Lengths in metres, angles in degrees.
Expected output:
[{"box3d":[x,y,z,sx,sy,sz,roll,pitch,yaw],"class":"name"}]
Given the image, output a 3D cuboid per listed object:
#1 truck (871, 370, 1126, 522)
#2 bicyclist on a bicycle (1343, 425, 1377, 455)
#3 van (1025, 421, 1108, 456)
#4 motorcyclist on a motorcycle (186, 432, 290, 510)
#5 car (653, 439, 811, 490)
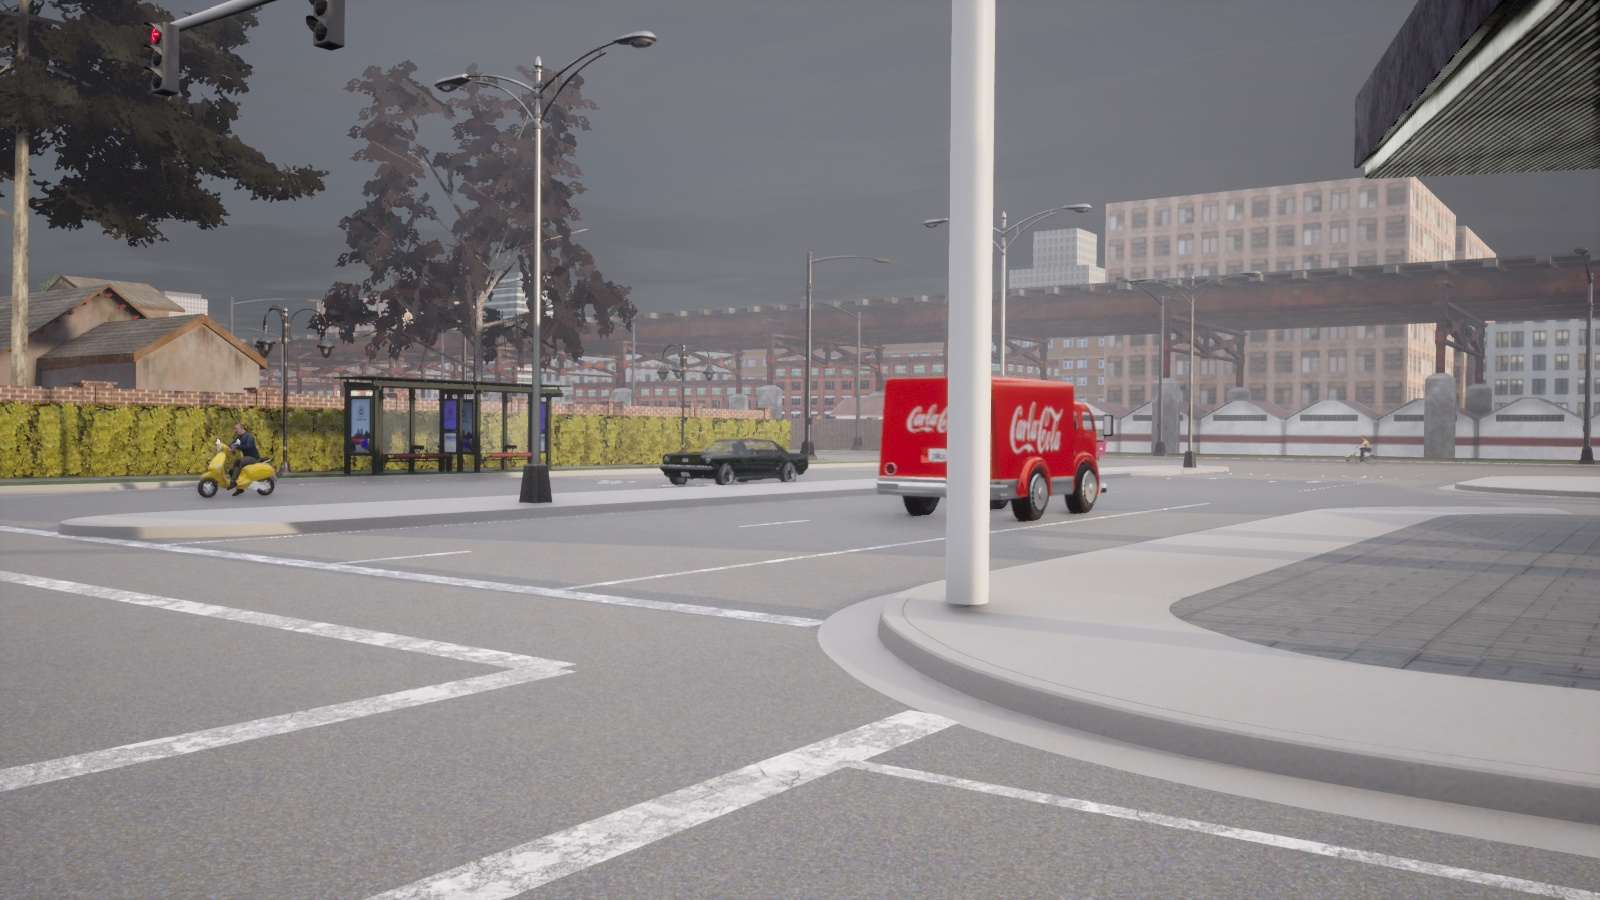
[{"box3d":[3.815,-0.107,23.232,2.627,2.467,5.204,0,1,35],"class":"truck"},{"box3d":[30.168,-0.528,67.629,1.509,1.612,0.866,0,1,36],"class":"bicyclist on a bicycle"},{"box3d":[15.616,-0.662,73.620,4.442,1.987,1.775,0,1,35],"class":"van"},{"box3d":[-11.985,0.427,26.842,0.866,1.590,1.817,0,1,35],"class":"motorcyclist on a motorcycle"},{"box3d":[-1.817,0.365,35.242,1.895,1.301,4.718,0,1,35],"class":"car"}]
